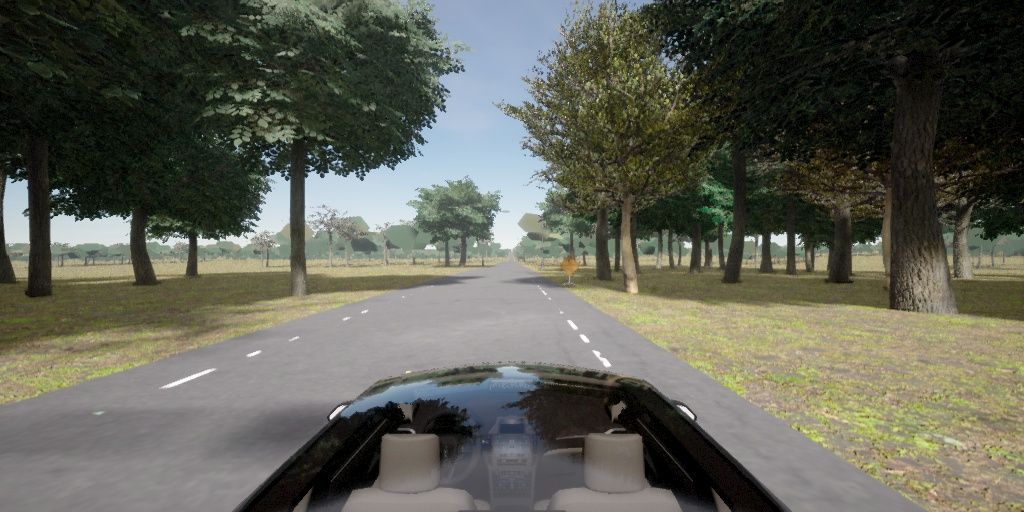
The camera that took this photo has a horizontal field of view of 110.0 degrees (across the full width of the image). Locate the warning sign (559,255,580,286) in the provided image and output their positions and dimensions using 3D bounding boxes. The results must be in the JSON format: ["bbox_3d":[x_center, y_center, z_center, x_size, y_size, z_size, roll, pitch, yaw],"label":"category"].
[{"bbox_3d":[3.550,0.865,22.193,1.300,1.860,1.060,0,0,0],"label":"warning sign"}]
